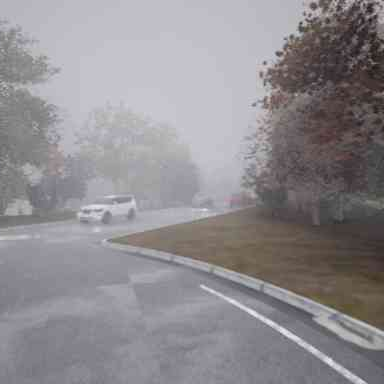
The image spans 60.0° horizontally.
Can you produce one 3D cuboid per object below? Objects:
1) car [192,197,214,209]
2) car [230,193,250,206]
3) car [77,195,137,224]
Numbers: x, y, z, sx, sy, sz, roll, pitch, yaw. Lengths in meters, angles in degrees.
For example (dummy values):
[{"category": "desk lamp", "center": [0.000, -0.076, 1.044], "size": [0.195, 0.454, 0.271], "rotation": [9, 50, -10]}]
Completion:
[{"category": "car", "center": [1.605, 1.456, 45.710], "size": [1.837, 1.490, 4.892], "rotation": [-1, 0, 22]}, {"category": "car", "center": [7.332, 1.095, 50.186], "size": [2.150, 2.045, 5.566], "rotation": [-1, 0, 23]}, {"category": "car", "center": [-6.431, 1.280, 26.004], "size": [2.150, 2.045, 5.566], "rotation": [-1, 1, 22]}]
